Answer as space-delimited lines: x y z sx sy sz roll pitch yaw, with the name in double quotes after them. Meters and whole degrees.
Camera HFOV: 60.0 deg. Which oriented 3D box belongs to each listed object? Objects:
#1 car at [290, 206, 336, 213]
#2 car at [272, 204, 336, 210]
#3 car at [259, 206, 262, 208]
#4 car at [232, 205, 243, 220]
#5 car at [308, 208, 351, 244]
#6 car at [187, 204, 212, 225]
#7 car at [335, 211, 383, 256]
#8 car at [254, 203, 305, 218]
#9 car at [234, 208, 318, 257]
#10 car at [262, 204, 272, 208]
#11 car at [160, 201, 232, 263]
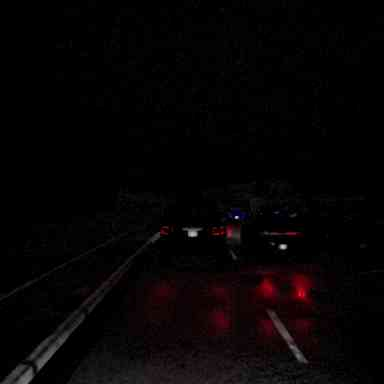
8.237 1.696 18.024 4.892 1.521 2.231 1 -1 -18 "car"
8.523 1.657 23.932 4.553 1.767 2.185 1 -1 -17 "car"
8.847 1.914 29.813 4.674 1.452 2.002 1 -1 -15 "car"
3.765 1.884 28.881 1.812 1.442 4.674 0 -1 4 "car"
8.156 1.655 15.070 4.892 1.521 2.231 1 -1 -18 "car"
0.738 1.849 28.650 1.837 1.490 4.892 0 0 4 "car"
8.101 1.616 12.111 4.892 1.521 2.231 1 -1 -19 "car"
9.340 2.002 35.717 4.792 1.488 2.163 1 -1 -15 "car"
3.112 1.641 13.536 2.128 1.511 4.902 0 -1 2 "car"
8.648 1.826 26.871 5.008 1.535 2.097 1 -1 -16 "car"
0.079 1.359 12.629 2.150 2.045 5.566 0 0 1 "car"
